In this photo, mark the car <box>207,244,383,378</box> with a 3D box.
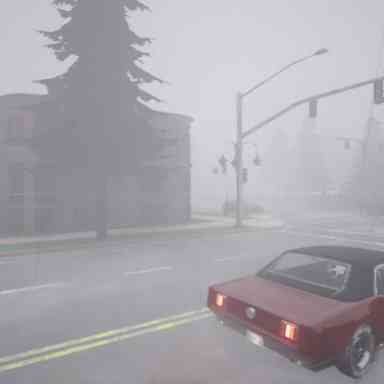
[{"bbox_3d":[2.657,1.551,5.435,4.718,1.301,1.895,-1,0,-33],"label":"car"}]

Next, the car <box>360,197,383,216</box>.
[{"bbox_3d":[15.404,1.096,25.952,2.097,1.767,4.553,-1,0,-14],"label":"car"}]

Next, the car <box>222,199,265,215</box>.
[{"bbox_3d":[4.645,1.346,30.458,1.994,1.385,4.181,-1,0,-33],"label":"car"}]
